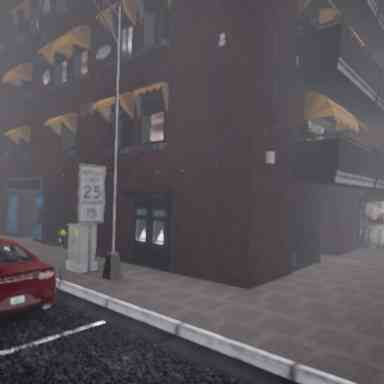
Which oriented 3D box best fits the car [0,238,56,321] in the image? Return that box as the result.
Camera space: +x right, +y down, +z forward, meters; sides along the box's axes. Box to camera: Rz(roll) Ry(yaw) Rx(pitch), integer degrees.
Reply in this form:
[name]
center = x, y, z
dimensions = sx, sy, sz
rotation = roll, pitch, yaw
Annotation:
[car]
center = -4.501, 1.617, 6.866
dimensions = 4.507, 1.381, 1.887
rotation = 0, -1, 41
